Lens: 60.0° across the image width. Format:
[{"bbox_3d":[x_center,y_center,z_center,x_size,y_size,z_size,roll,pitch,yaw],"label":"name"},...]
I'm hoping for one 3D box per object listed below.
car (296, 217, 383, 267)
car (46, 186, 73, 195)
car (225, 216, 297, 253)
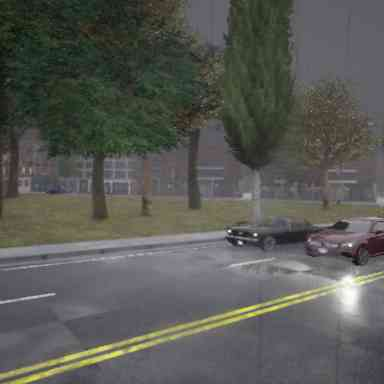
[{"bbox_3d":[6.094,1.638,12.033,4.674,1.442,1.812,1,0,-36],"label":"car"},{"bbox_3d":[-23.483,-0.312,59.224,4.553,1.767,2.097,2,0,11],"label":"car"},{"bbox_3d":[3.701,1.707,14.317,4.718,1.301,1.895,1,0,-36],"label":"car"}]
